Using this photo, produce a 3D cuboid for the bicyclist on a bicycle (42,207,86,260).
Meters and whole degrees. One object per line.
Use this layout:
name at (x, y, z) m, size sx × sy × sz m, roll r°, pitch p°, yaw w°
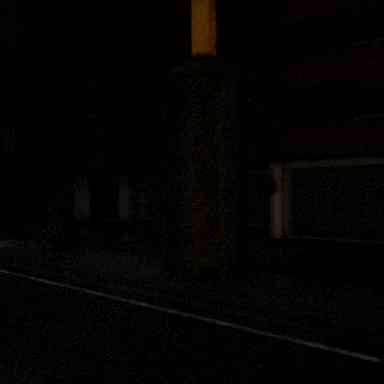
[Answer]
bicyclist on a bicycle at (-4.110, 1.326, 10.820) m, size 0.582 × 1.620 × 1.656 m, roll -1°, pitch -1°, yaw 34°
